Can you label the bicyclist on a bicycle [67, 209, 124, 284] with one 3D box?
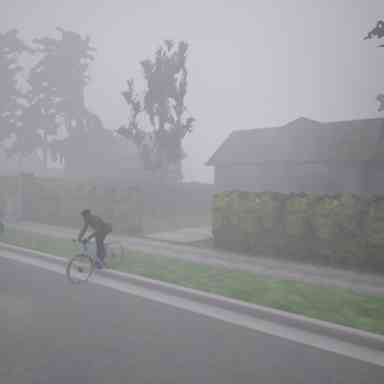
[{"bbox_3d":[-2.246,1.182,7.746,0.582,1.620,1.656,2,11,35],"label":"bicyclist on a bicycle"}]
